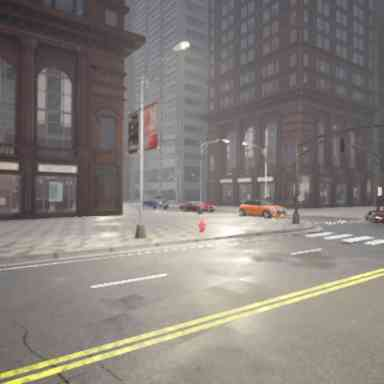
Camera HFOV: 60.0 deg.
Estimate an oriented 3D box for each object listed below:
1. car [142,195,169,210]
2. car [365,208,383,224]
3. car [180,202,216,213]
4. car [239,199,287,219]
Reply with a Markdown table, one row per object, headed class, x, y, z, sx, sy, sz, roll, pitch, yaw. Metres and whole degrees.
| class | x | y | z | sx | sy | sz | roll | pitch | yaw |
| --- | --- | --- | --- | --- | --- | --- | --- | --- | --- |
| car | -5.354 | 1.437 | 46.677 | 2.150 | 2.045 | 5.566 | 1 | -1 | -35 |
| car | 13.973 | 1.634 | 22.807 | 1.994 | 1.385 | 4.181 | 1 | 0 | -10 |
| car | 0.605 | 1.769 | 38.283 | 1.895 | 1.301 | 4.718 | 1 | -1 | -35 |
| car | 6.394 | 1.474 | 30.157 | 2.097 | 1.767 | 4.553 | 1 | -1 | -35 |
